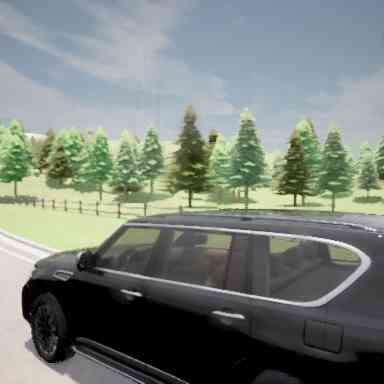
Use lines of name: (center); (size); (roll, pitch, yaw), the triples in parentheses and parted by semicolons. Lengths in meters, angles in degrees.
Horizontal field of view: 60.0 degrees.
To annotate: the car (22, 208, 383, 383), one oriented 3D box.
car: (0.110, 1.228, 4.115); (5.566, 2.045, 2.150); (0, 0, 38)
